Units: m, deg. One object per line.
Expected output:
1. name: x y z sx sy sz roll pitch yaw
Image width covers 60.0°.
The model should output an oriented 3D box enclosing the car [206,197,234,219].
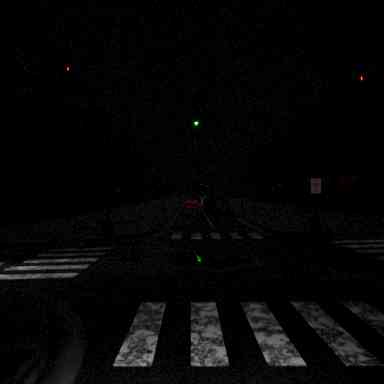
1. car: 2.587 1.484 29.688 1.967 1.590 4.097 -1 0 0

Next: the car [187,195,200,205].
1. car: 0.021 1.744 60.143 1.895 1.301 4.718 0 0 0

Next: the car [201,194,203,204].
1. car: 2.570 1.389 40.493 2.192 1.841 5.009 -1 0 0

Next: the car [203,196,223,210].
1. car: 2.578 1.373 35.091 2.192 1.841 5.009 -1 0 0

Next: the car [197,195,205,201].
1. car: 2.492 1.747 94.517 1.967 1.590 4.097 -1 0 0

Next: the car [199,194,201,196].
1. car: 2.890 1.531 67.860 2.097 1.767 4.553 0 0 0
